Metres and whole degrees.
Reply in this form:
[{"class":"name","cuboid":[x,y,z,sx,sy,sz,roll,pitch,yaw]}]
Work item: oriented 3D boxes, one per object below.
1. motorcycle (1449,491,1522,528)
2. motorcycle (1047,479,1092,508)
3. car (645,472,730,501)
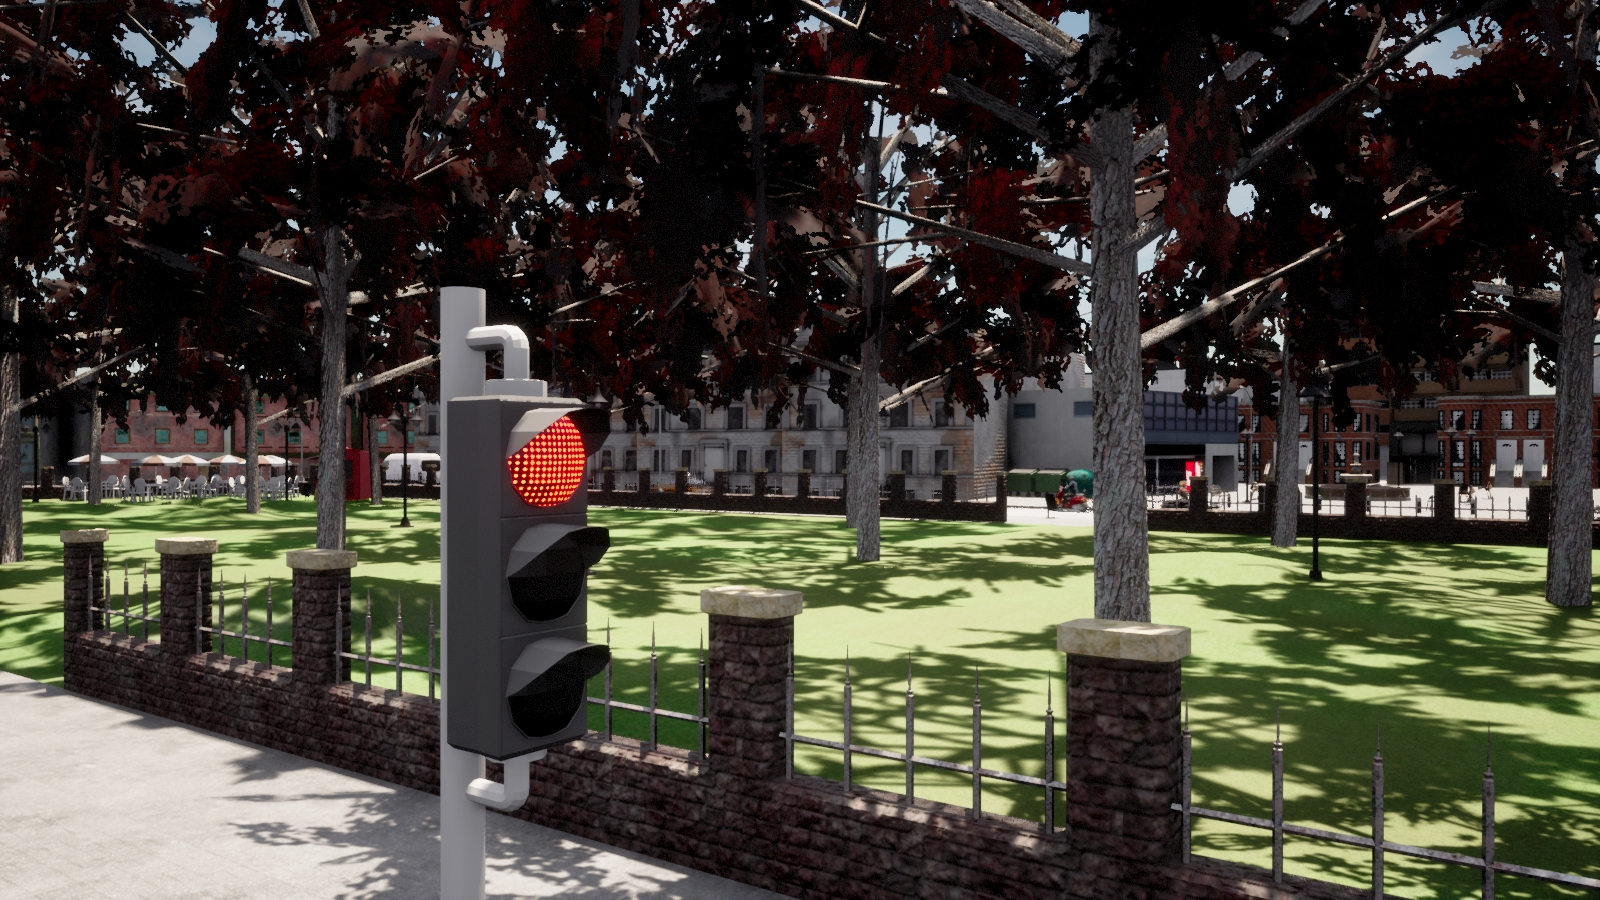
[{"class":"motorcycle","cuboid":[23.145,1.992,38.593,2.033,1.145,0.803,1,0,36]},{"class":"motorcycle","cuboid":[12.146,1.962,51.509,1.805,1.236,0.856,0,0,36]},{"class":"car","cuboid":[-5.888,1.898,59.707,4.181,1.385,1.994,0,0,36]}]
